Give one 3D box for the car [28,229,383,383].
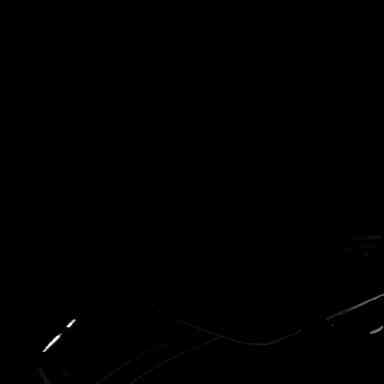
[{"bbox_3d":[0.727,1.374,3.641,4.553,1.767,2.097,1,0,-37],"label":"car"}]
